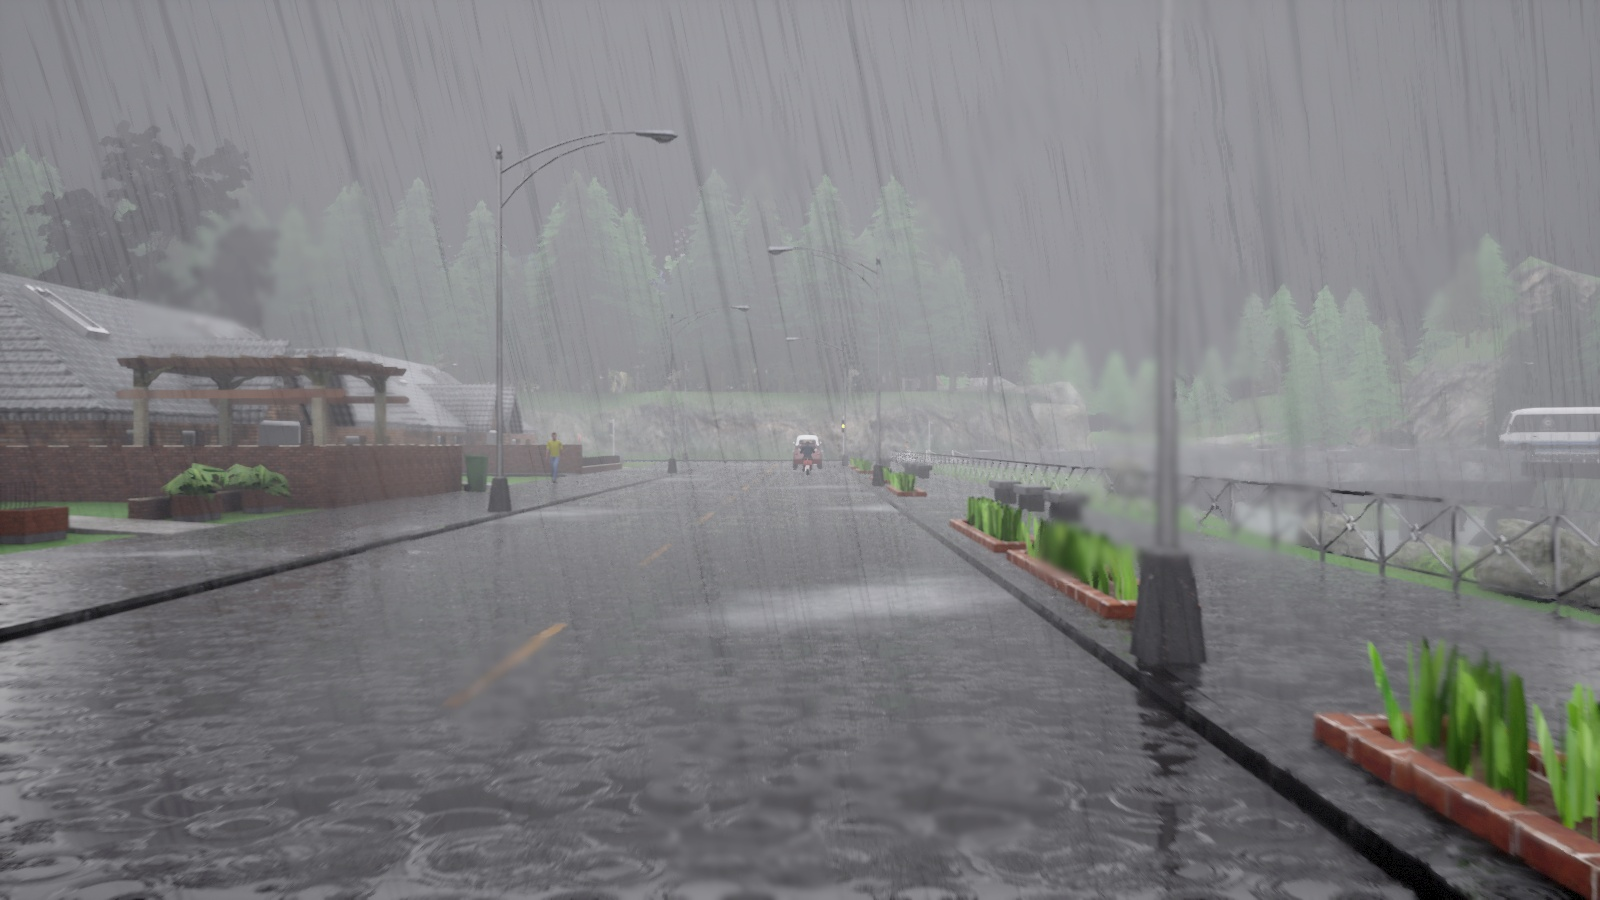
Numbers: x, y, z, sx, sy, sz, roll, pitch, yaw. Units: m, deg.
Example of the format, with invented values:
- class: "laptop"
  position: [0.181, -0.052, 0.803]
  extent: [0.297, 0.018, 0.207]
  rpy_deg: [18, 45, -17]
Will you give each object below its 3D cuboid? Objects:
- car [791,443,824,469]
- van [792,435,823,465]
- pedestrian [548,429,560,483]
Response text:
- class: "car"
  position: [0.437, 0.348, 73.291]
  extent: [1.845, 1.501, 3.633]
  rpy_deg: [0, 0, 0]
- class: "van"
  position: [0.514, -0.030, 88.801]
  extent: [2.069, 2.038, 4.480]
  rpy_deg: [0, 0, 0]
- class: "pedestrian"
  position: [-8.459, 0.206, 43.211]
  extent: [0.354, 1.836, 0.706]
  rpy_deg: [0, 0, -6]
